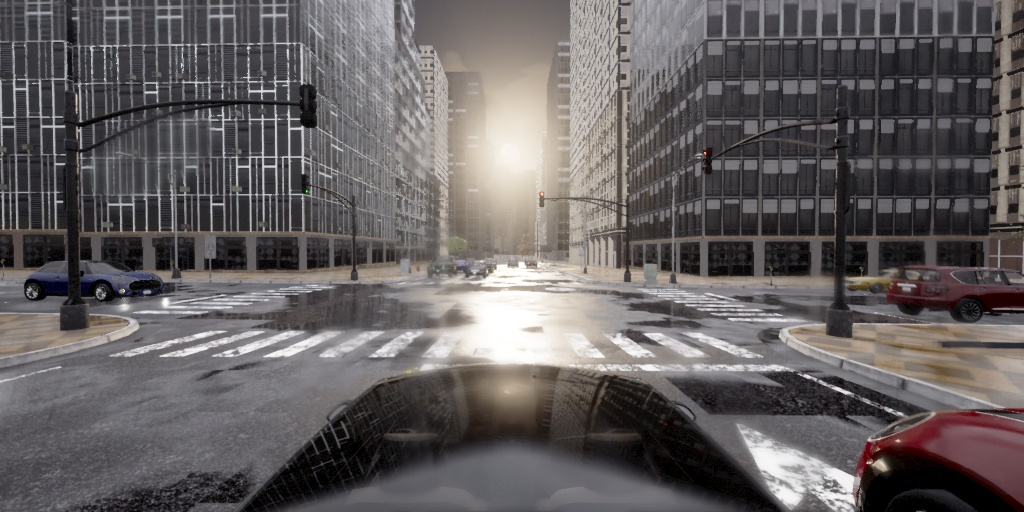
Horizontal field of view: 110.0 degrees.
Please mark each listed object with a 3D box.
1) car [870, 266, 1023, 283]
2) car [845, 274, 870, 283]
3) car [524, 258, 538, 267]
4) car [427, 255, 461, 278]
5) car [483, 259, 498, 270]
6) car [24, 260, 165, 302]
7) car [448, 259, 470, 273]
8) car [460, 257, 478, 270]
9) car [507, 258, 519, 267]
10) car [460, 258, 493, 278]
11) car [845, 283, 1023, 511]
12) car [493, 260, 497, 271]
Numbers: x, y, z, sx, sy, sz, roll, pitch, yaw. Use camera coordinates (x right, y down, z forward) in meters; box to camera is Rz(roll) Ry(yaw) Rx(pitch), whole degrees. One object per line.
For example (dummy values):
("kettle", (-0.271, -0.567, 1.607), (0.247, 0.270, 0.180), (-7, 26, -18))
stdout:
("car", (16.224, 1.281, 12.525), (5.009, 1.841, 2.192), (0, 0, 1))
("car", (21.862, 1.409, 20.791), (4.829, 1.417, 1.751), (0, 0, 1))
("car", (3.449, 1.303, 63.380), (1.895, 1.301, 4.718), (0, 0, 0))
("car", (-6.487, 0.954, 34.183), (2.150, 2.045, 5.566), (0, 0, 0))
("car", (-3.176, 1.261, 53.925), (2.033, 1.411, 5.357), (0, 0, 0))
("car", (-18.151, 0.971, 15.742), (4.553, 1.767, 2.097), (1, 1, 3))
("car", (-6.464, 1.201, 44.148), (1.882, 1.535, 5.008), (0, 0, 0))
("car", (-6.423, 1.065, 53.816), (2.097, 1.767, 4.553), (0, 0, 0))
("car", (0.199, 1.267, 63.362), (1.994, 1.385, 4.181), (0, 0, 0))
("car", (-3.246, 1.224, 33.941), (2.128, 1.511, 4.902), (0, 0, 1))
("car", (3.253, 1.103, 0.410), (2.097, 1.767, 4.553), (0, 0, 0))
("car", (-3.218, 1.325, 43.222), (1.895, 1.301, 4.718), (0, 0, 0))
